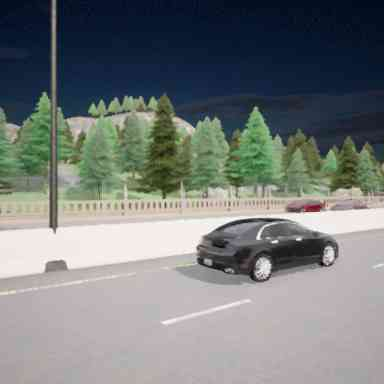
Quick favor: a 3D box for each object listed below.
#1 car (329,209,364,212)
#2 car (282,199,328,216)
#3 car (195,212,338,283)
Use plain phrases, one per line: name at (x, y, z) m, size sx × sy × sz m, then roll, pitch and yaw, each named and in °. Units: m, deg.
car at (15.305, 1.541, 32.322) m, size 4.674 × 1.442 × 1.812 m, roll 0°, pitch 0°, yaw -36°
car at (11.521, 1.493, 33.906) m, size 5.008 × 1.535 × 1.882 m, roll 0°, pitch 0°, yaw -36°
car at (2.354, 1.509, 9.762) m, size 4.892 × 1.490 × 1.837 m, roll 0°, pitch 0°, yaw -36°
